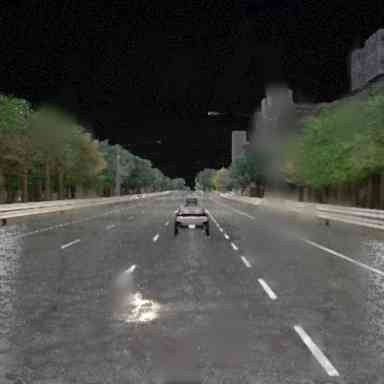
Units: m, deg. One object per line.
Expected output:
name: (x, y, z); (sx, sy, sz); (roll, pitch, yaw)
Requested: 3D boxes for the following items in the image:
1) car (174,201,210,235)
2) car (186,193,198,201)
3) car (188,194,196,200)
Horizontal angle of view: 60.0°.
car: (-0.011, 1.483, 18.820); (2.128, 1.511, 4.902); (0, 0, 0)
car: (-0.032, 1.416, 57.958); (1.837, 1.490, 4.892); (0, 0, 0)
car: (-0.048, 1.278, 87.668); (1.895, 1.301, 4.718); (0, 0, 0)
